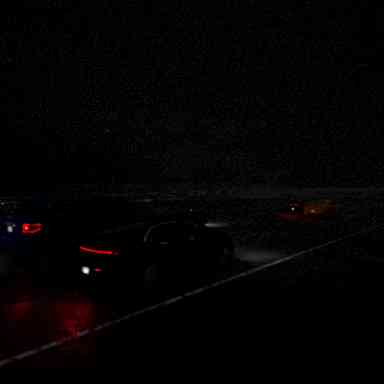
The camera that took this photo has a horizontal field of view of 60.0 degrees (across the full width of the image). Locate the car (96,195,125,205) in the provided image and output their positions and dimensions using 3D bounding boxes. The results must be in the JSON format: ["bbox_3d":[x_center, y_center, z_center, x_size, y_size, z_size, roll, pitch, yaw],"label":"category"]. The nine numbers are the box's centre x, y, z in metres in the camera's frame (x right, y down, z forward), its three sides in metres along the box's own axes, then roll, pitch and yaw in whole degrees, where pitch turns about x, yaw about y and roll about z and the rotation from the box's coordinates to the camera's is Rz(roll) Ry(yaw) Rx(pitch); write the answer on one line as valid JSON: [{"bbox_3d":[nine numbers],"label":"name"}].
[{"bbox_3d":[-12.335,1.125,50.772,1.895,1.301,4.718,1,1,24],"label":"car"}]

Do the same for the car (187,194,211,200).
[{"bbox_3d":[0.933,1.317,49.053,2.128,1.511,4.902,0,0,40],"label":"car"}]

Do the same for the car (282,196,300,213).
[{"bbox_3d":[11.288,1.410,33.919,1.837,1.490,4.892,0,0,40],"label":"car"}]

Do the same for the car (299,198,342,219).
[{"bbox_3d":[11.286,1.383,28.492,1.882,1.535,5.008,0,0,40],"label":"car"}]

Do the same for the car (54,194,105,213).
[{"bbox_3d":[-11.547,1.089,34.306,2.097,1.767,4.553,0,0,40],"label":"car"}]

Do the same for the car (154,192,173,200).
[{"bbox_3d":[-5.606,0.799,65.564,1.994,1.385,4.181,1,2,26],"label":"car"}]

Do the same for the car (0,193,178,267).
[{"bbox_3d":[-3.275,1.116,11.230,2.150,2.045,5.566,0,1,41],"label":"car"}]

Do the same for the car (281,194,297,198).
[{"bbox_3d":[21.283,1.469,73.033,2.150,2.045,5.566,0,-1,40],"label":"car"}]

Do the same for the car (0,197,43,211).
[{"bbox_3d":[-19.088,1.288,36.533,1.895,1.301,4.718,1,0,28],"label":"car"}]

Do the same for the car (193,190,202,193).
[{"bbox_3d":[1.248,0.374,79.582,1.812,1.442,4.674,1,2,27],"label":"car"}]

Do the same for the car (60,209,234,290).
[{"bbox_3d":[-0.723,1.421,9.003,1.837,1.490,4.892,0,1,40],"label":"car"}]

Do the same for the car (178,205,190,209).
[{"bbox_3d":[-0.972,1.417,19.403,1.994,1.385,4.181,0,0,40],"label":"car"}]
